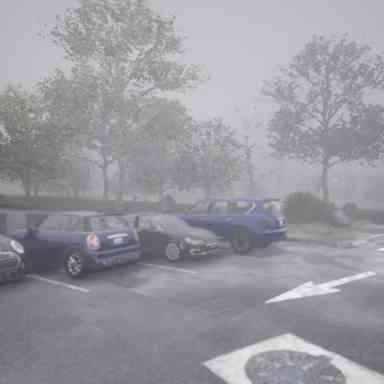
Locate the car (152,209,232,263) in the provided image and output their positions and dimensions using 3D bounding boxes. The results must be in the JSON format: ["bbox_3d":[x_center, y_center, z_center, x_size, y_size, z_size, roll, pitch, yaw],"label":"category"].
[{"bbox_3d":[-1.332,1.502,12.075,4.892,1.521,2.231,-1,-1,34],"label":"car"}]

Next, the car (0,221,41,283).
[{"bbox_3d":[-6.274,1.361,8.581,4.553,1.767,2.185,-1,-1,34],"label":"car"}]

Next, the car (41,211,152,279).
[{"bbox_3d":[-3.765,1.367,10.296,4.553,1.767,2.185,-1,-1,34],"label":"car"}]

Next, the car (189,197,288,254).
[{"bbox_3d":[1.104,1.258,13.835,5.566,2.045,2.435,-1,-1,35],"label":"car"}]
